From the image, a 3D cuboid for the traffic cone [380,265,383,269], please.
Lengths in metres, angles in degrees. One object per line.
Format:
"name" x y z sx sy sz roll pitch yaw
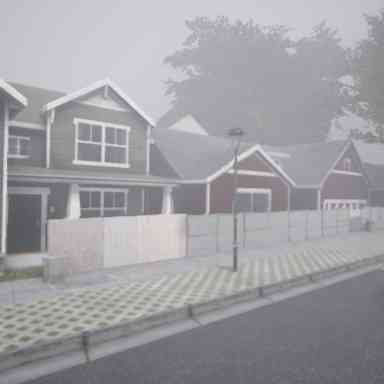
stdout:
"traffic cone" 5.977 2.055 10.146 0.340 0.580 0.340 1 0 -42
